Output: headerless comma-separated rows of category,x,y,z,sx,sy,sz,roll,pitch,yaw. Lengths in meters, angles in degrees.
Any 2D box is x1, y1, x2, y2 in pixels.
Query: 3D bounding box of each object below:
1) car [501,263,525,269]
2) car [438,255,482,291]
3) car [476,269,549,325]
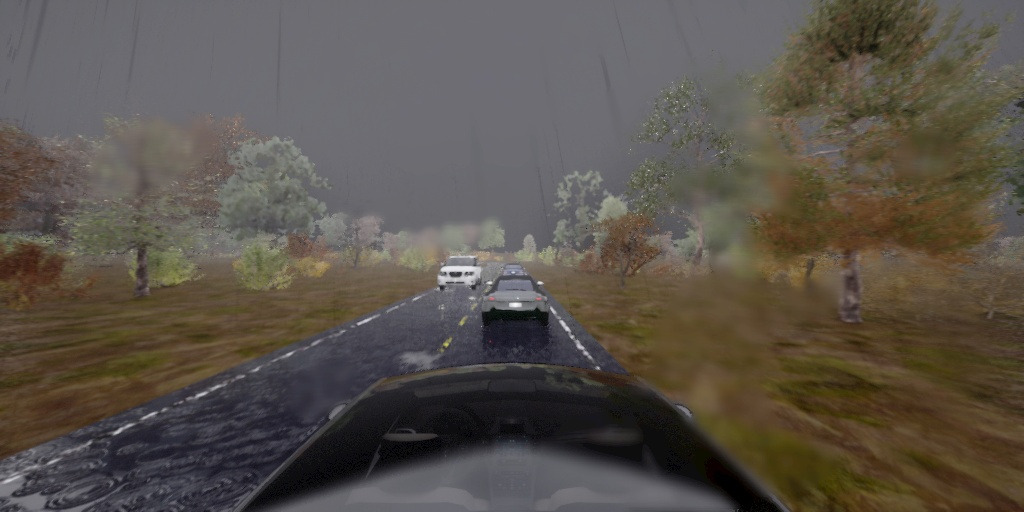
car,0.103,1.297,29.609,2.033,1.411,5.357,0,0,0
car,-3.097,0.971,22.380,2.150,2.045,5.566,0,0,0
car,0.101,1.314,11.852,1.994,1.385,4.181,0,0,0
